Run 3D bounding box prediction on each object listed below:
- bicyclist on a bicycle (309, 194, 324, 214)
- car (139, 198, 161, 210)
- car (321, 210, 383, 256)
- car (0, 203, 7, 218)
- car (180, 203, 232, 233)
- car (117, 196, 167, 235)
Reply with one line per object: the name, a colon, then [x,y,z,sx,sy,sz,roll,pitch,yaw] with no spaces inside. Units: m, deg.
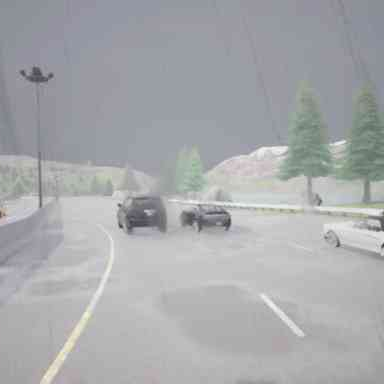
bicyclist on a bicycle: [10.367,0.972,27.519,1.656,1.620,0.582,11,-4,-21]
car: [-5.757,1.539,44.701,1.812,1.442,4.674,-2,0,-22]
car: [6.264,1.399,10.891,1.895,1.301,4.718,-2,0,-10]
car: [-20.779,1.928,34.988,1.882,1.535,5.008,-2,0,-22]
car: [0.647,1.415,19.223,2.128,1.511,4.902,-1,0,-17]
car: [-3.051,1.244,19.595,2.150,2.045,5.566,-1,0,-20]
